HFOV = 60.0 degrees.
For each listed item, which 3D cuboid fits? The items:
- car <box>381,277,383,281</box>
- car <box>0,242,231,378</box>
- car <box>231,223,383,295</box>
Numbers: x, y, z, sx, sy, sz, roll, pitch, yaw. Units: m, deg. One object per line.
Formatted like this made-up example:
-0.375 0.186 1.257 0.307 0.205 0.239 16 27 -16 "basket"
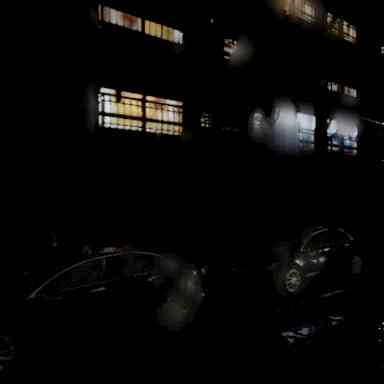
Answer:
6.534 1.318 8.038 4.553 1.767 2.097 0 0 -35 "car"
-1.736 1.545 5.320 4.403 1.369 2.008 0 0 -35 "car"
2.773 1.526 8.536 4.403 1.369 2.008 0 0 -35 "car"
